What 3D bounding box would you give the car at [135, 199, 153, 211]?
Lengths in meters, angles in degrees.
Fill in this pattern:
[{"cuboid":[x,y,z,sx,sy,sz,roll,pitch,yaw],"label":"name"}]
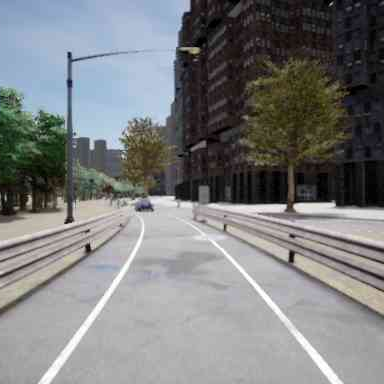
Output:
[{"cuboid":[-6.884,1.781,47.373,2.097,1.767,4.553,0,-1,-17],"label":"car"}]
